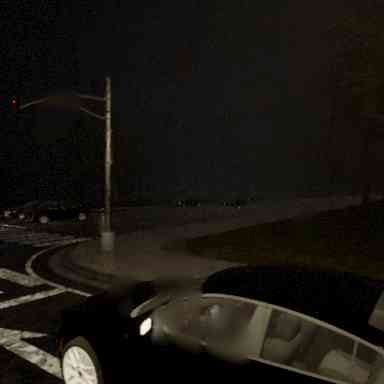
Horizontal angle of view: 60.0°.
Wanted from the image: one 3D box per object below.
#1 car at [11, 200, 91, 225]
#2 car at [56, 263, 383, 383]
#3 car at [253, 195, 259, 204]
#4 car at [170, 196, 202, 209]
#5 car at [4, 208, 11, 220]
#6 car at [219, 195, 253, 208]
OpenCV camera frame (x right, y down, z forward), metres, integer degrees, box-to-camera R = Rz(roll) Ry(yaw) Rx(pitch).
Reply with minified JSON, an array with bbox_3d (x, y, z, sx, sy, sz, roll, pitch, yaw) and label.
[{"bbox_3d":[-9.217,1.327,22.651,1.837,1.490,4.892,0,0,35],"label":"car"},{"bbox_3d":[0.678,1.471,3.204,5.008,1.535,1.882,0,0,37],"label":"car"},{"bbox_3d":[9.503,1.246,54.987,1.837,1.490,4.892,0,0,35],"label":"car"},{"bbox_3d":[-0.659,1.223,40.587,1.882,1.535,5.008,0,0,35],"label":"car"},{"bbox_3d":[-11.563,1.336,25.078,1.812,1.442,4.674,0,0,37],"label":"car"},{"bbox_3d":[5.599,1.285,43.862,2.033,1.411,5.357,0,0,35],"label":"car"}]
